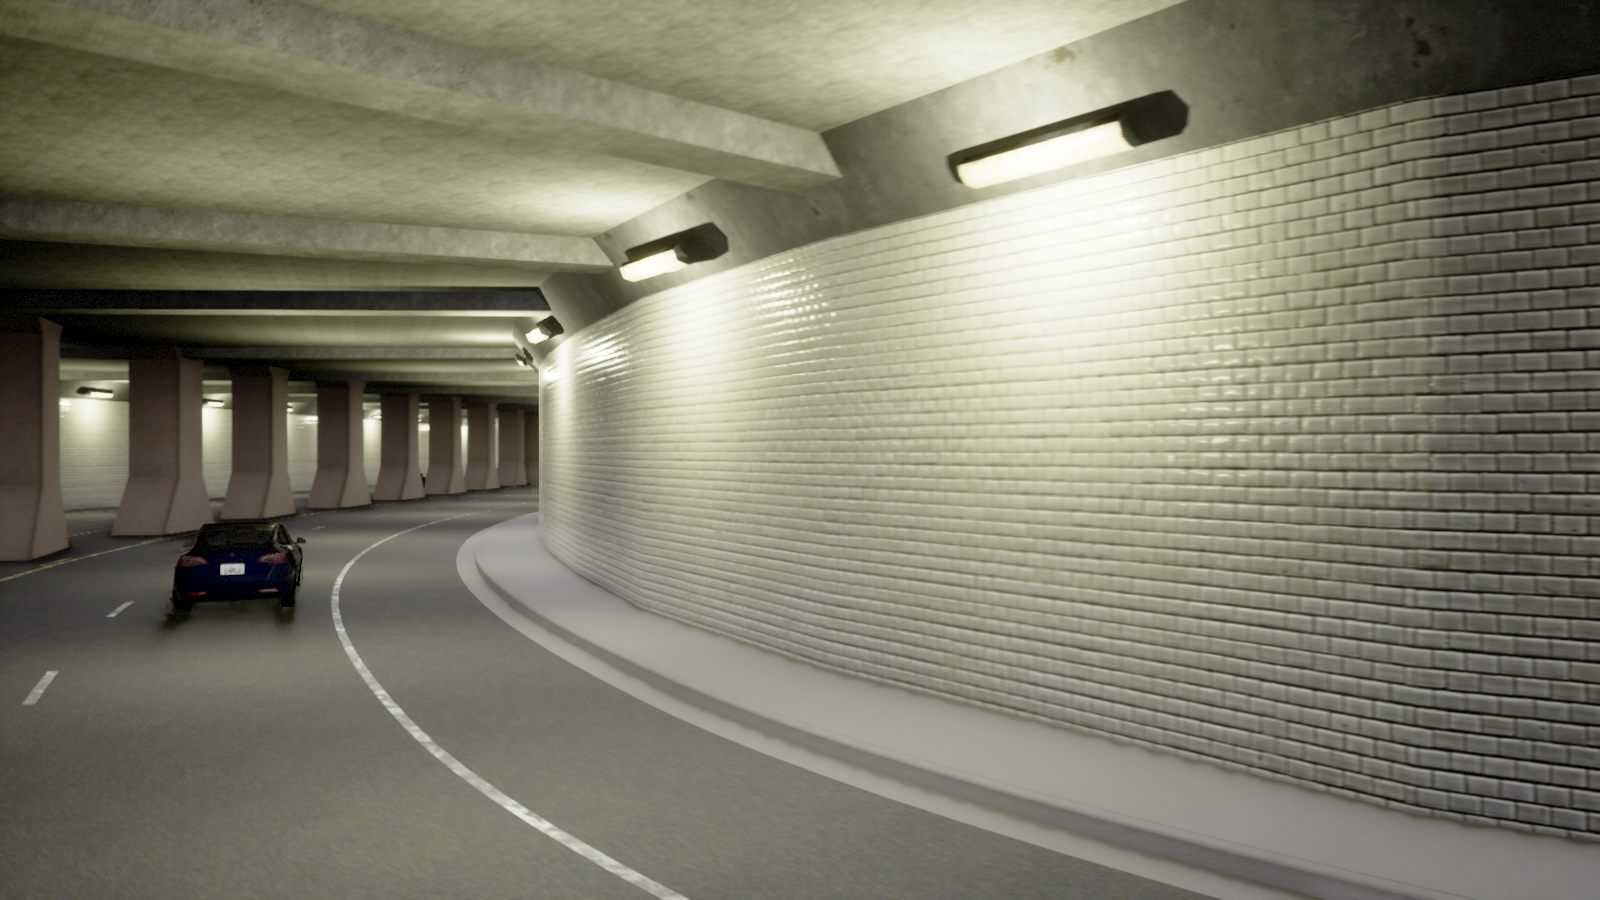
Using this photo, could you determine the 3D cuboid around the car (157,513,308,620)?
[{"bbox_3d":[-10.517,2.070,21.524,2.163,1.488,4.792,0,0,-22],"label":"car"}]
